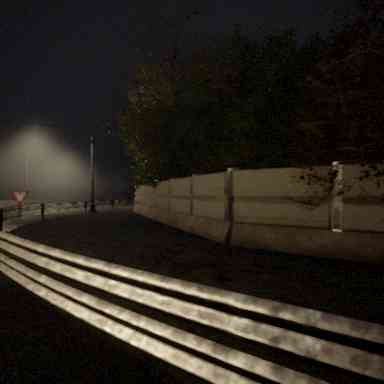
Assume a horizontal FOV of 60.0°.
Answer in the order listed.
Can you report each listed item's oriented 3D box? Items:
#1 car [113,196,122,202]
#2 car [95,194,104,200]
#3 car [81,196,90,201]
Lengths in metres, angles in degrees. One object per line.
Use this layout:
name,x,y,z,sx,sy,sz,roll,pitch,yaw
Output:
car,-19.795,1.873,88.533,1.812,1.442,4.674,0,0,-2
car,-24.747,1.571,88.749,2.150,2.045,5.566,0,0,-18
car,-28.116,1.814,87.803,1.882,1.535,5.008,0,0,-18
